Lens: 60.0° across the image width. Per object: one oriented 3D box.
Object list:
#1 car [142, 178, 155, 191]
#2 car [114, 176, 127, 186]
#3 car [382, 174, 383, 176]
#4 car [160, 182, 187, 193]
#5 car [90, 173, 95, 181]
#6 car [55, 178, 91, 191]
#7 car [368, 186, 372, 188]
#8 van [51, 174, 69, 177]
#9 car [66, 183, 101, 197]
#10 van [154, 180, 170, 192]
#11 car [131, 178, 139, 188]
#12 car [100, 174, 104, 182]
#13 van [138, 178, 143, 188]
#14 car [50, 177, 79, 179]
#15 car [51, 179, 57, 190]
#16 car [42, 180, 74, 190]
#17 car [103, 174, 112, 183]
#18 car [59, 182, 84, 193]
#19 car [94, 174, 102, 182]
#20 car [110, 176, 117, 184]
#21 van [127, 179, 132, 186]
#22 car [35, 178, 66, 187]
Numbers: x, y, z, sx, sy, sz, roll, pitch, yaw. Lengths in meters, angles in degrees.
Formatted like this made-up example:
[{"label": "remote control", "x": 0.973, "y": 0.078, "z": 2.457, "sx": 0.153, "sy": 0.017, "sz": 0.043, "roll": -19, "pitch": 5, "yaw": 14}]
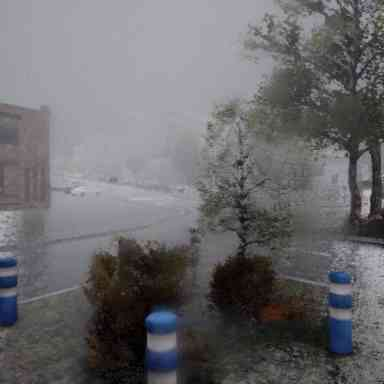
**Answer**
[{"label": "car", "x": -6.365, "y": -1.244, "z": 65.221, "sx": 2.435, "sy": 2.045, "sz": 5.566, "roll": 6, "pitch": 5, "yaw": 35}, {"label": "car", "x": -14.972, "y": -2.255, "z": 77.503, "sx": 2.231, "sy": 1.521, "sz": 4.892, "roll": 6, "pitch": 5, "yaw": 34}, {"label": "car", "x": 47.137, "y": -2.807, "z": 81.114, "sx": 4.553, "sy": 1.767, "sz": 2.185, "roll": -3, "pitch": 3, "yaw": 14}, {"label": "car", "x": -2.938, "y": -0.492, "z": 60.368, "sx": 2.097, "sy": 1.535, "sz": 5.008, "roll": 5, "pitch": 5, "yaw": 35}, {"label": "car", "x": -23.885, "y": -3.514, "z": 89.468, "sx": 1.946, "sy": 1.575, "sz": 5.366, "roll": 6, "pitch": 5, "yaw": 33}, {"label": "car", "x": -19.075, "y": -0.784, "z": 53.623, "sx": 2.185, "sy": 1.767, "sz": 4.553, "roll": 5, "pitch": 6, "yaw": 33}, {"label": "car", "x": 40.504, "y": -1.679, "z": 71.397, "sx": 4.792, "sy": 1.488, "sz": 2.163, "roll": -3, "pitch": 4, "yaw": 16}, {"label": "van", "x": -26.218, "y": -1.857, "z": 62.887, "sx": 1.878, "sy": 1.987, "sz": 4.442, "roll": 5, "pitch": 6, "yaw": 33}, {"label": "car", "x": -15.560, "y": -0.126, "z": 48.918, "sx": 2.002, "sy": 1.452, "sz": 4.674, "roll": 4, "pitch": 5, "yaw": 33}, {"label": "van", "x": -4.573, "y": -0.972, "z": 62.899, "sx": 1.878, "sy": 1.987, "sz": 4.442, "roll": 5, "pitch": 4, "yaw": 35}, {"label": "car", "x": -9.812, "y": -1.624, "z": 70.128, "sx": 2.185, "sy": 1.767, "sz": 4.553, "roll": 5, "pitch": 4, "yaw": 35}, {"label": "car", "x": -20.242, "y": -3.013, "z": 84.808, "sx": 2.231, "sy": 1.521, "sz": 4.892, "roll": 5, "pitch": 4, "yaw": 34}, {"label": "van", "x": -8.132, "y": -1.469, "z": 67.598, "sx": 1.878, "sy": 1.987, "sz": 4.442, "roll": 6, "pitch": 5, "yaw": 35}, {"label": "car", "x": -22.611, "y": -1.275, "z": 58.321, "sx": 2.185, "sy": 1.767, "sz": 4.553, "roll": 5, "pitch": 6, "yaw": 33}, {"label": "car", "x": -20.882, "y": -0.872, "z": 55.935, "sx": 2.163, "sy": 1.488, "sz": 4.792, "roll": 5, "pitch": 6, "yaw": 33}, {"label": "car", "x": -24.407, "y": -1.394, "z": 60.654, "sx": 2.097, "sy": 1.535, "sz": 5.008, "roll": 4, "pitch": 5, "yaw": 33}, {"label": "car", "x": -18.448, "y": -3.013, "z": 82.385, "sx": 2.435, "sy": 2.045, "sz": 5.566, "roll": 5, "pitch": 4, "yaw": 34}, {"label": "car", "x": -17.316, "y": -0.384, "z": 51.290, "sx": 2.163, "sy": 1.488, "sz": 4.792, "roll": 4, "pitch": 5, "yaw": 33}, {"label": "car", "x": -21.983, "y": -3.517, "z": 87.231, "sx": 2.435, "sy": 2.045, "sz": 5.566, "roll": 5, "pitch": 4, "yaw": 34}, {"label": "car", "x": -16.709, "y": -2.480, "z": 79.964, "sx": 2.163, "sy": 1.488, "sz": 4.792, "roll": 5, "pitch": 4, "yaw": 34}, {"label": "van", "x": -11.445, "y": -1.980, "z": 72.692, "sx": 1.878, "sy": 1.987, "sz": 4.442, "roll": 5, "pitch": 4, "yaw": 35}, {"label": "car", "x": -27.812, "y": -1.896, "z": 65.502, "sx": 1.946, "sy": 1.575, "sz": 5.366, "roll": 4, "pitch": 6, "yaw": 33}]
